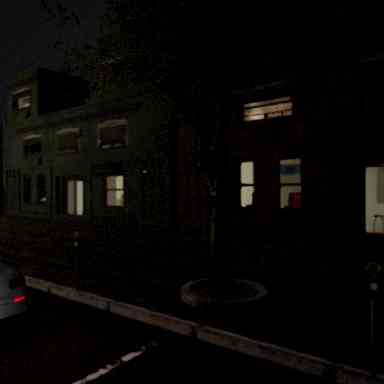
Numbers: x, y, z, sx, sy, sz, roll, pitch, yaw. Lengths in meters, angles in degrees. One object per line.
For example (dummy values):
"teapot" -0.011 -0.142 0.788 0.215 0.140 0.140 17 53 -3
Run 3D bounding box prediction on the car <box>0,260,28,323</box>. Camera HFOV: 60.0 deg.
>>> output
"car" -4.757 1.566 6.013 4.674 1.442 1.812 -1 0 36
